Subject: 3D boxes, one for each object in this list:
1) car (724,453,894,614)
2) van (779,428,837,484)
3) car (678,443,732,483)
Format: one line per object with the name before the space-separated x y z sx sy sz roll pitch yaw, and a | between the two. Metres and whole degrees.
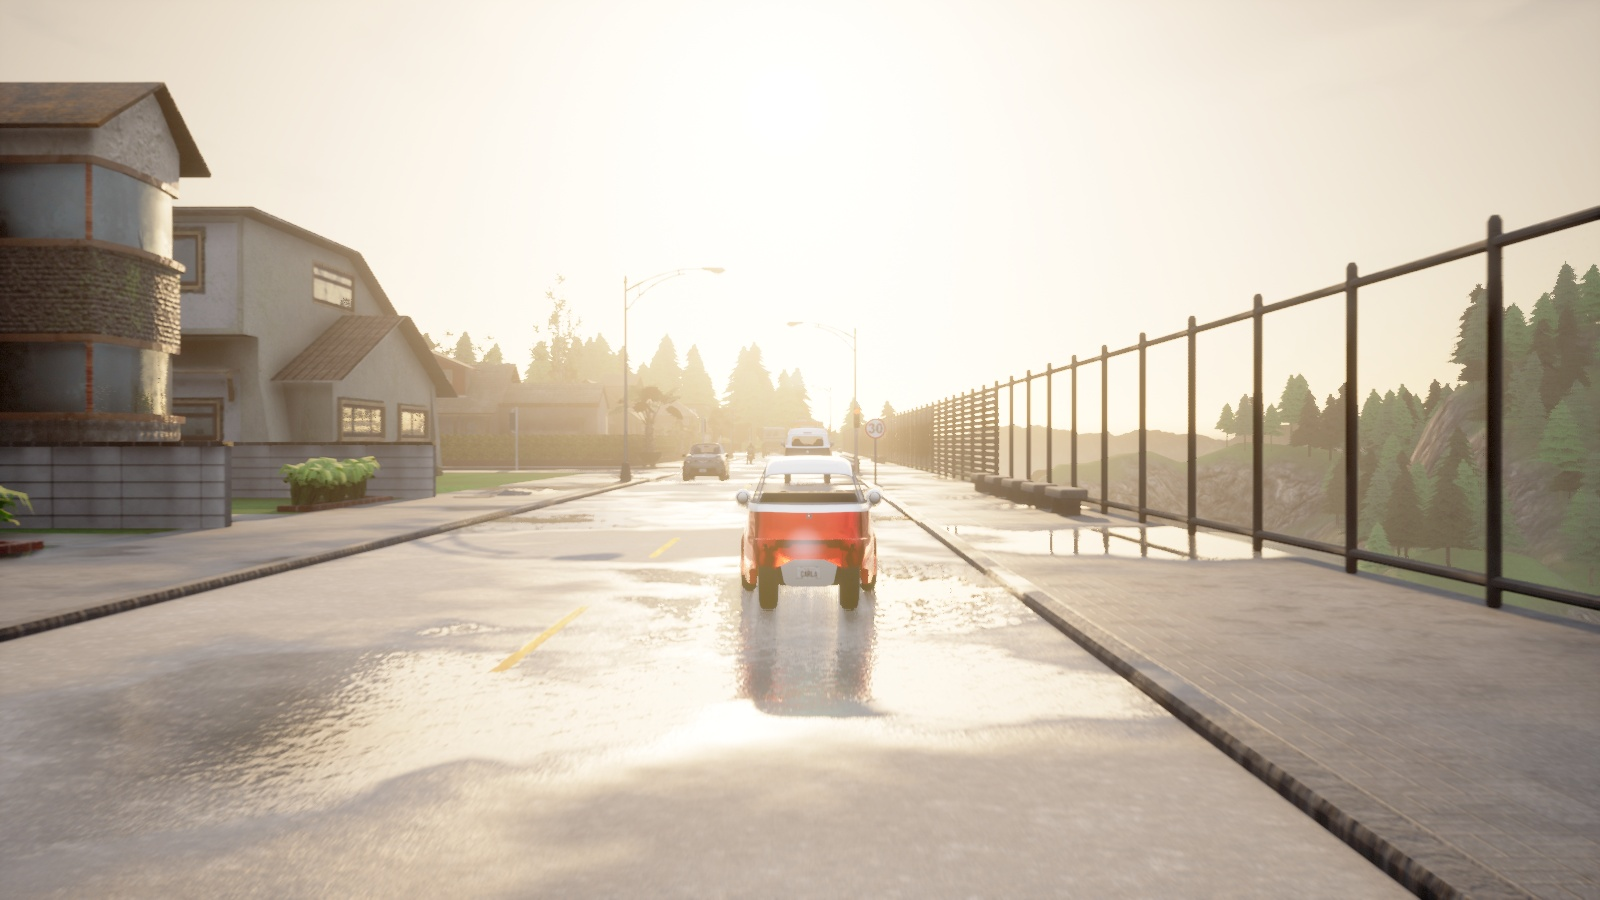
car | 0.084 0.733 12.106 1.481 1.376 2.207 0 1 0
van | 0.285 0.204 47.260 2.069 2.038 4.480 0 0 0
car | -3.700 0.478 49.503 1.845 1.501 3.633 0 0 0
